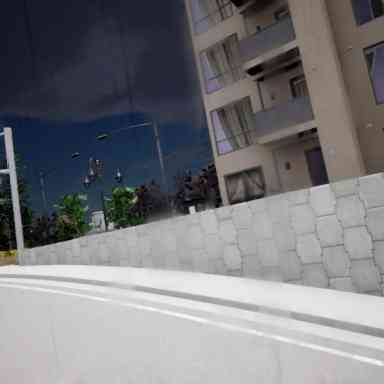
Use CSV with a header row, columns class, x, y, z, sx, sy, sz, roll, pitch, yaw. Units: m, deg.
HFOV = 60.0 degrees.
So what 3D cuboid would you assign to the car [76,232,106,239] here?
class,x,y,z,sx,sy,sz,roll,pitch,yaw
car,-11.207,5.510,35.593,2.150,2.045,5.566,-15,-9,35
